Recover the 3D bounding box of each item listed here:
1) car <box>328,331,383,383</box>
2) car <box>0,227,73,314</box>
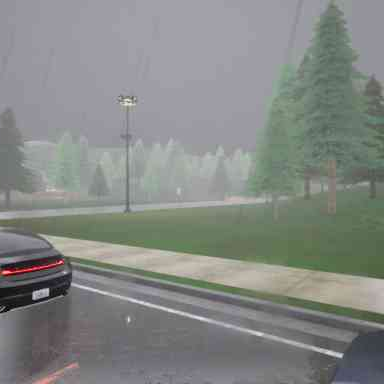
[{"bbox_3d":[3.452,1.547,1.528,5.357,1.411,2.033,0,0,36],"label":"car"},{"bbox_3d":[-4.569,1.505,7.126,4.892,1.490,1.837,0,0,35],"label":"car"}]
